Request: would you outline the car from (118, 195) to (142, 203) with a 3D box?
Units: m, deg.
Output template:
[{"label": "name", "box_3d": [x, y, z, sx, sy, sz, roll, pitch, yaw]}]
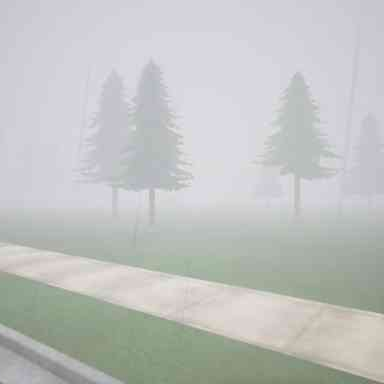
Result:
[{"label": "car", "box_3d": [-12.141, 1.389, 66.770, 2.097, 1.767, 4.553, 0, 0, 36]}]

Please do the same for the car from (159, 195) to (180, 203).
[{"label": "car", "box_3d": [-4.392, 1.403, 65.512, 2.097, 1.767, 4.553, 0, 0, 36]}]

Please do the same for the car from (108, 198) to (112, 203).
[{"label": "car", "box_3d": [-15.092, 1.447, 68.631, 1.882, 1.535, 5.008, 0, 0, 36]}]
